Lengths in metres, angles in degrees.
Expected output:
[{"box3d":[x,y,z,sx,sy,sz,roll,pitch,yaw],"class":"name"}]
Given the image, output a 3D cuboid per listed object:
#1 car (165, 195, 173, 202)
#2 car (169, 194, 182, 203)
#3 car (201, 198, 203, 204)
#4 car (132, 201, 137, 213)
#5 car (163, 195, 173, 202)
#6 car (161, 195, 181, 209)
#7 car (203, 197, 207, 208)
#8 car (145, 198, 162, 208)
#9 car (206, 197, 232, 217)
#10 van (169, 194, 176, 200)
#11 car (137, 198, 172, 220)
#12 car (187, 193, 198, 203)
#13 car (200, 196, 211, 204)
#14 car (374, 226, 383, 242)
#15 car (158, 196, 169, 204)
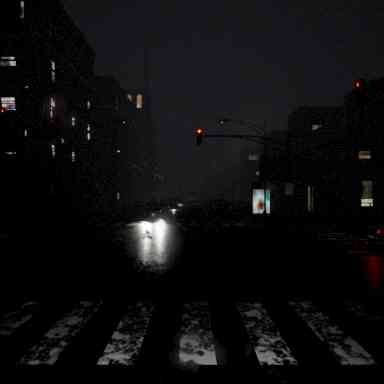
[{"box3d":[-5.636,1.593,82.917,1.752,1.417,4.829,-1,0,0],"class":"car"},{"box3d":[-2.952,1.538,64.979,1.882,1.535,5.008,0,0,0],"class":"car"},{"box3d":[2.720,1.572,48.915,2.008,1.369,4.403,0,0,0],"class":"car"},{"box3d":[-5.669,1.561,37.515,2.008,1.369,4.403,0,0,0],"class":"car"},{"box3d":[-5.641,1.498,77.391,1.967,1.590,4.097,0,0,0],"class":"car"},{"box3d":[-3.064,1.565,45.879,2.033,1.411,5.357,0,0,0],"class":"car"},{"box3d":[2.716,1.598,43.218,1.802,1.307,4.206,0,0,0],"class":"car"},{"box3d":[-5.660,1.572,48.908,2.008,1.369,4.403,0,0,0],"class":"car"},{"box3d":[2.707,1.446,31.824,1.967,1.590,4.097,0,0,0],"class":"car"},{"box3d":[-5.629,1.431,94.481,1.690,1.788,3.998,-1,0,0],"class":"van"},{"box3d":[-3.040,1.495,27.964,2.128,1.511,4.902,0,0,-1],"class":"car"},{"box3d":[0.137,1.269,70.537,2.150,2.045,5.566,0,0,0],"class":"car"},{"box3d":[2.733,1.592,66.005,2.008,1.369,4.403,-1,0,0],"class":"car"},{"box3d":[9.769,1.636,12.632,4.718,1.301,1.895,0,0,2],"class":"car"},{"box3d":[-5.648,1.566,65.828,1.752,1.417,4.829,0,0,0],"class":"car"}]
